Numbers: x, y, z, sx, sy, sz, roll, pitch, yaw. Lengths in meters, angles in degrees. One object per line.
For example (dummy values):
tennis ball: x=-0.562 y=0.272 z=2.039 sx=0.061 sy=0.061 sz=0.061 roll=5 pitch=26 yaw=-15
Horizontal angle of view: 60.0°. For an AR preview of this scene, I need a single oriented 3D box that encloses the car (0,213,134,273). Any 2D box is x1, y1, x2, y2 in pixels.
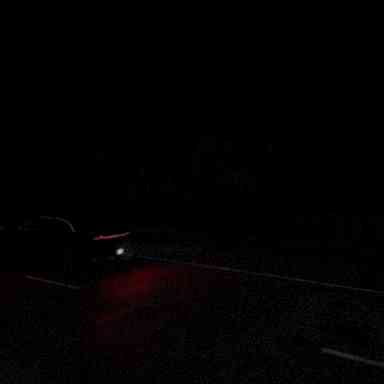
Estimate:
car: x=-4.079 y=1.412 z=10.399 sx=4.902 sy=1.511 sz=2.128 roll=0 pitch=0 yaw=30
